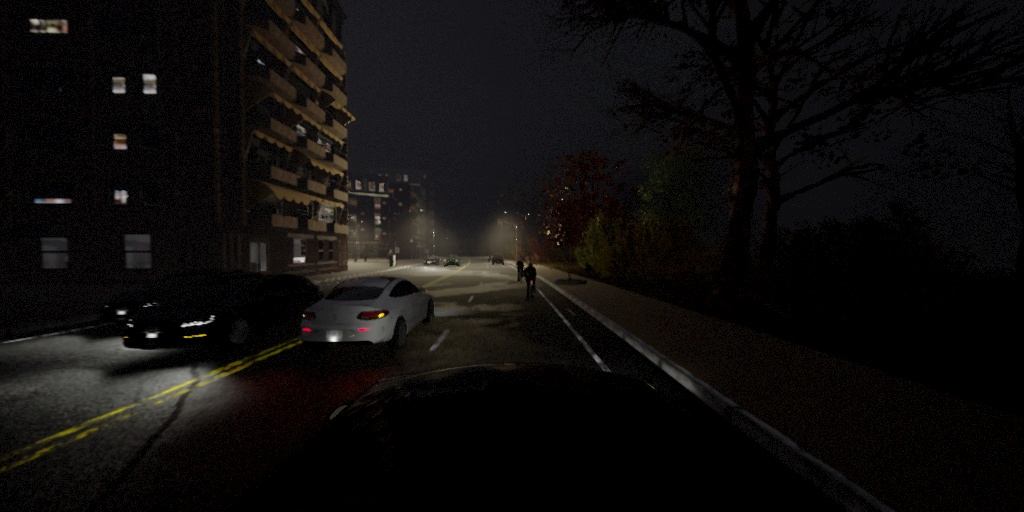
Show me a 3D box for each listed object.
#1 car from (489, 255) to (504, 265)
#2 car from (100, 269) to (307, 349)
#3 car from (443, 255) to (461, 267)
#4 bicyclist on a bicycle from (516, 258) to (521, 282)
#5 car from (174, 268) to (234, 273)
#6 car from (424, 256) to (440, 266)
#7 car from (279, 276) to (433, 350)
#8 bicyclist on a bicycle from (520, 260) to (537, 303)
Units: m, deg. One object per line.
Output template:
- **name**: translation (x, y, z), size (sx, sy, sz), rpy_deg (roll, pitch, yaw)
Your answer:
- **car**: translation (-2.367, 0.616, 59.317), size (1.882, 1.535, 5.008), rpy_deg (0, 1, -5)
- **car**: translation (-6.658, 1.188, 9.024), size (1.837, 1.490, 4.892), rpy_deg (0, 1, -1)
- **car**: translation (-8.289, 0.609, 49.739), size (2.097, 1.767, 4.553), rpy_deg (0, 1, -4)
- **bicyclist on a bicycle**: translation (0.523, 0.970, 23.736), size (0.582, 1.620, 1.656), rpy_deg (0, 0, -2)
- **car**: translation (-9.939, 1.167, 11.513), size (1.837, 1.490, 4.892), rpy_deg (0, 1, -1)
- **car**: translation (-11.755, 0.720, 52.823), size (2.128, 1.511, 4.902), rpy_deg (0, 1, -4)
- **car**: translation (-3.207, 1.207, 8.719), size (1.812, 1.442, 4.674), rpy_deg (0, 1, -1)
- **bicyclist on a bicycle**: translation (0.758, 1.066, 14.651), size (0.582, 1.620, 1.656), rpy_deg (0, 0, -1)
